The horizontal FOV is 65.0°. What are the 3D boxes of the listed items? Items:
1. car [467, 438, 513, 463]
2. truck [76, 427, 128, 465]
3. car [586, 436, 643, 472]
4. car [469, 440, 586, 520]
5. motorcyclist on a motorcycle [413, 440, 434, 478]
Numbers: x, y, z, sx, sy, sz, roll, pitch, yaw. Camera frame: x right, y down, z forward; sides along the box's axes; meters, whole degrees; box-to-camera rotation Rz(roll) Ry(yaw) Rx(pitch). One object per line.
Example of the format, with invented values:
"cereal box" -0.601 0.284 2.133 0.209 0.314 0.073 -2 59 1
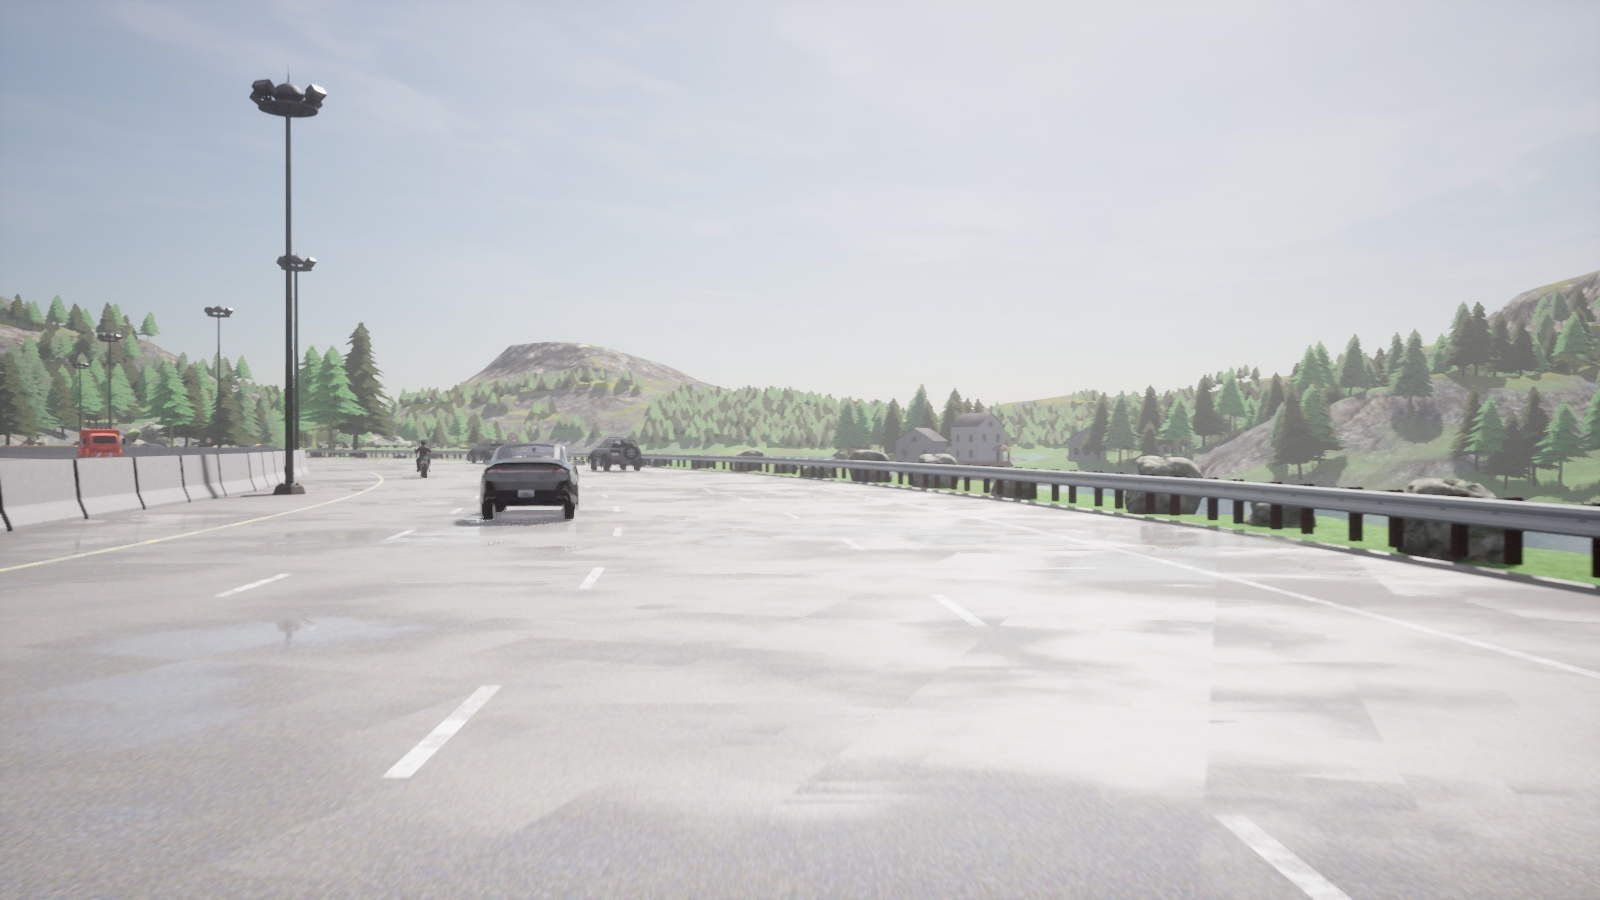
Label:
"car" -22.831 0.029 92.304 1.932 1.855 4.605 0 0 -32
"truck" -47.163 -0.247 84.793 2.627 2.467 5.204 0 0 -34
"car" -9.948 0.178 67.220 1.932 1.855 4.605 0 0 -23
"car" -5.591 0.551 26.340 2.128 1.511 4.902 0 0 -9
"motorcyclist on a motorcycle" -16.630 0.374 55.425 0.766 1.649 2.350 -1 0 -20
